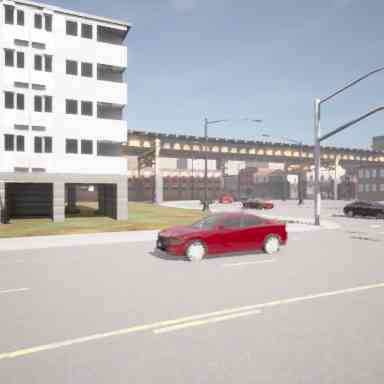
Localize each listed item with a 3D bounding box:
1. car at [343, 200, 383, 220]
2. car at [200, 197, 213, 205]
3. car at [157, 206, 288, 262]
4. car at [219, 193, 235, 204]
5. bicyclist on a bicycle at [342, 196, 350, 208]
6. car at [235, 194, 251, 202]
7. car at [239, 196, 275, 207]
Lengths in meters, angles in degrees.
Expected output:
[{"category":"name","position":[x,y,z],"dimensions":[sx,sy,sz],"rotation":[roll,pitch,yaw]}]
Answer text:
[{"category":"car","position":[15.211,1.503,28.137],"dimensions":[1.837,1.490,4.892],"rotation":[0,0,-25]},{"category":"car","position":[2.565,1.561,59.042],"dimensions":[1.994,1.385,4.181],"rotation":[0,0,-3]},{"category":"car","position":[1.182,1.477,12.142],"dimensions":[5.008,1.535,1.882],"rotation":[0,0,-25]},{"category":"car","position":[6.648,1.218,65.723],"dimensions":[2.150,2.045,5.566],"rotation":[0,0,11]},{"category":"bicyclist on a bicycle","position":[20.163,1.299,43.359],"dimensions":[1.656,1.620,0.582],"rotation":[0,0,-25]},{"category":"car","position":[11.230,1.520,75.429],"dimensions":[2.128,1.511,4.902],"rotation":[0,0,41]},{"category":"car","position":[8.411,1.598,42.536],"dimensions":[1.895,1.301,4.718],"rotation":[0,0,-25]}]
